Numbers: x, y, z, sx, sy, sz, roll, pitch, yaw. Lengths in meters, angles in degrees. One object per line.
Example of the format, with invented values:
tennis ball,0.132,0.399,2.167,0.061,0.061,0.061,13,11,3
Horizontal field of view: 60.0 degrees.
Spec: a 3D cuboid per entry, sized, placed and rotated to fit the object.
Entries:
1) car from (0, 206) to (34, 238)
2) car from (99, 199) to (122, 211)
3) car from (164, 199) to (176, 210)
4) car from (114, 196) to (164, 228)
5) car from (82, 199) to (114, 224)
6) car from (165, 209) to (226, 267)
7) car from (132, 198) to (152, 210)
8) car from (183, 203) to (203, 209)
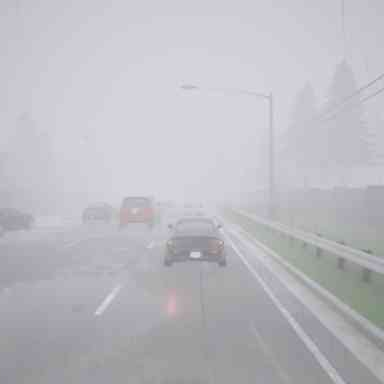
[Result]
car,-10.400,1.513,17.978,1.882,1.535,5.008,0,0,0
car,-10.399,1.609,42.788,1.812,1.442,4.674,0,0,0
car,-3.399,1.614,45.201,1.812,1.442,4.674,0,0,0
car,-3.399,1.267,22.468,2.150,2.045,5.566,0,0,0
car,-6.900,1.542,25.497,2.128,1.511,4.902,0,0,0
car,0.100,1.548,11.433,1.812,1.442,4.674,0,0,0
car,-6.900,1.583,46.278,2.128,1.511,4.902,0,0,0
car,0.100,1.662,30.942,1.895,1.301,4.718,0,0,0
